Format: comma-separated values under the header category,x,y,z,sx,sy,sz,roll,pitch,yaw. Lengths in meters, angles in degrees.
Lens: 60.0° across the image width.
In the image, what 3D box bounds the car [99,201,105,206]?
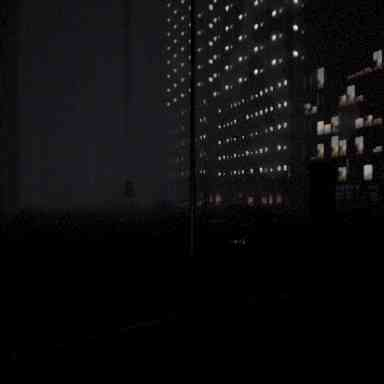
category,x,y,z,sx,sy,sz,roll,pitch,yaw
car,-23.189,3.043,86.775,1.887,1.381,4.507,-1,-1,-26

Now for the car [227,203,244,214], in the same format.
category,x,y,z,sx,sy,sz,roll,pitch,yaw
car,6.399,2.158,44.860,1.947,1.339,4.313,-1,-1,-26

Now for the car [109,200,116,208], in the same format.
category,x,y,z,sx,sy,sz,roll,pitch,yaw
car,-15.842,2.722,71.588,1.887,1.381,4.507,-1,-1,-26

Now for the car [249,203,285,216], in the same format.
category,x,y,z,sx,sy,sz,roll,pitch,yaw
car,8.848,2.058,39.797,1.947,1.339,4.313,-1,-1,-26

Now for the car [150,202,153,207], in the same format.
category,x,y,z,sx,sy,sz,roll,pitch,yaw
car,-8.297,2.797,75.237,1.802,1.307,4.206,-1,-1,-26

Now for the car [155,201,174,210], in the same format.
category,x,y,z,sx,sy,sz,roll,pitch,yaw
car,-5.217,2.444,62.719,1.882,1.535,5.008,0,-1,-26

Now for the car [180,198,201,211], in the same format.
category,x,y,z,sx,sy,sz,roll,pitch,yaw
car,-0.578,1.993,53.210,2.150,2.045,5.566,0,-1,-24

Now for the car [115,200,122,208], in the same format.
category,x,y,z,sx,sy,sz,roll,pitch,yaw
car,-13.319,2.594,66.373,1.752,1.417,4.829,-1,-1,-26

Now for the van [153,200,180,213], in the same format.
category,x,y,z,sx,sy,sz,roll,pitch,yaw
van,-3.598,1.998,46.277,1.690,1.788,3.998,-1,-1,-26

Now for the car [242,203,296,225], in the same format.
category,x,y,z,sx,sy,sz,roll,pitch,yaw
car,6.204,1.807,26.022,2.008,1.369,4.403,-1,-1,-26

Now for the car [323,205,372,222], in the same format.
category,x,y,z,sx,sy,sz,roll,pitch,yaw
car,13.747,1.844,29.671,2.008,1.369,4.403,-1,-1,-26

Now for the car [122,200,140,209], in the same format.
category,x,y,z,sx,sy,sz,roll,pitch,yaw
car,-10.943,2.517,61.462,2.008,1.369,4.403,-1,-1,-26

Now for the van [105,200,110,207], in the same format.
category,x,y,z,sx,sy,sz,roll,pitch,yaw
van,-18.294,2.625,76.652,1.690,1.788,3.998,-1,-1,-26
